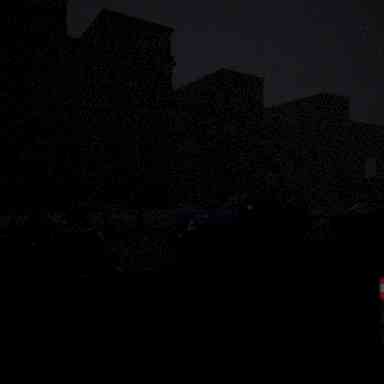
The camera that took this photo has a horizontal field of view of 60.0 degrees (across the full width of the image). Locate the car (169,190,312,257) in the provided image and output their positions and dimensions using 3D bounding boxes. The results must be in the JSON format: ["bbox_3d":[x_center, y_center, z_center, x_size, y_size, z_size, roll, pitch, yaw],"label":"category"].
[{"bbox_3d":[1.917,0.978,11.972,5.566,2.045,2.435,-1,0,-33],"label":"car"}]

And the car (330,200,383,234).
[{"bbox_3d":[9.201,1.183,17.180,5.008,1.535,2.097,-1,0,-33],"label":"car"}]

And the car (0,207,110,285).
[{"bbox_3d":[-4.307,1.162,7.518,4.553,1.767,2.185,0,0,-33],"label":"car"}]
